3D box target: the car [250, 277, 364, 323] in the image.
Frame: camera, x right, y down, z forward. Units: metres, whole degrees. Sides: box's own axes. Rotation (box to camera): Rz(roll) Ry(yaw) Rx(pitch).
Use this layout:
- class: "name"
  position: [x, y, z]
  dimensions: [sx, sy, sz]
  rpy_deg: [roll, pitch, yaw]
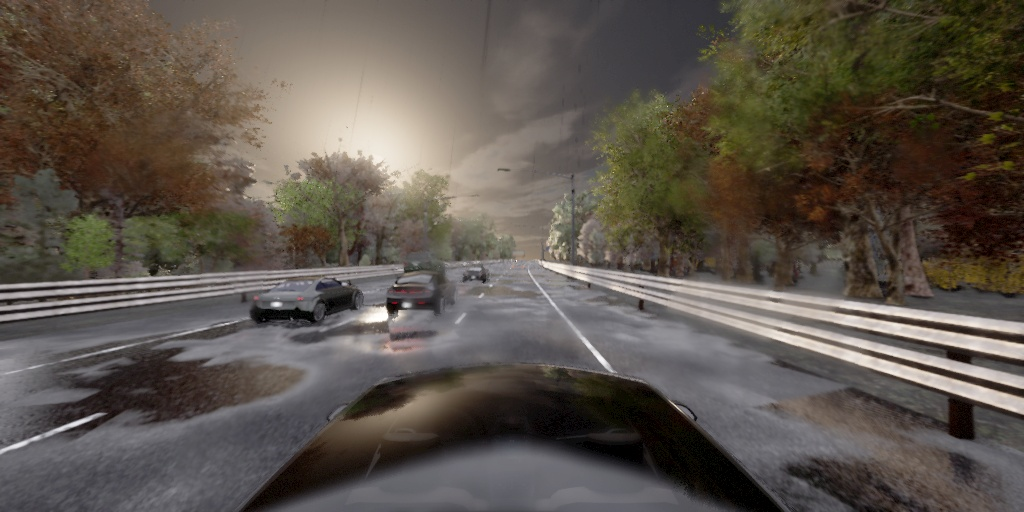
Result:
- class: "car"
  position: [-6.855, 1.402, 12.479]
  dimensions: [1.994, 1.385, 4.181]
  rpy_deg: [0, 0, 1]

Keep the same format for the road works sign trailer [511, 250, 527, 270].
- class: "road works sign trailer"
  position: [1.210, 0.652, 64.571]
  dimensions: [2.380, 3.560, 2.880]
  rpy_deg: [0, 0, 3]

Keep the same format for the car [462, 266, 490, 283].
- class: "car"
  position: [-3.016, 1.528, 30.381]
  dimensions: [1.812, 1.442, 4.674]
  rpy_deg: [0, -1, 1]

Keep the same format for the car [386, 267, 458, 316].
- class: "car"
  position: [-3.339, 1.354, 13.943]
  dimensions: [1.837, 1.490, 4.892]
  rpy_deg: [0, -1, 0]

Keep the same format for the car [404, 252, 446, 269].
- class: "car"
  position: [-6.807, 0.766, 28.415]
  dimensions: [2.150, 2.045, 5.566]
  rpy_deg: [-4, -1, 1]
